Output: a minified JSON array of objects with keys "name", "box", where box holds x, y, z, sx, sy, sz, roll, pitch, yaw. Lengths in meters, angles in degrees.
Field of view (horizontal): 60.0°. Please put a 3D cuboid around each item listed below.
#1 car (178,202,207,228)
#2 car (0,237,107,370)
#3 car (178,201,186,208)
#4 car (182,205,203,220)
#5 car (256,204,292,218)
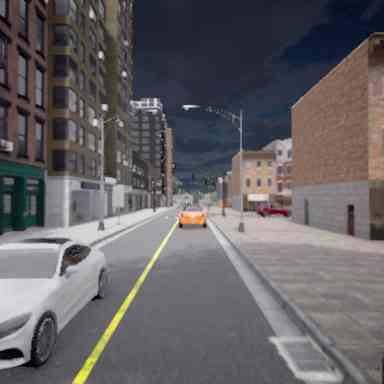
[{"name":"car","box":[0.065,1.804,26.299,2.097,1.767,4.553,0,-1,0]},{"name":"car","box":[-2.850,1.613,6.004,1.812,1.442,4.674,0,-1,0]},{"name":"car","box":[-2.766,3.512,91.724,2.097,1.767,4.553,0,-2,0]},{"name":"car","box":[0.137,2.179,36.027,1.837,1.490,4.892,0,-1,4]},{"name":"car","box":[10.807,2.429,42.911,5.009,1.841,2.192,1,-2,0]}]
